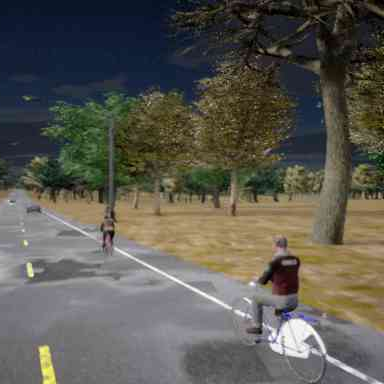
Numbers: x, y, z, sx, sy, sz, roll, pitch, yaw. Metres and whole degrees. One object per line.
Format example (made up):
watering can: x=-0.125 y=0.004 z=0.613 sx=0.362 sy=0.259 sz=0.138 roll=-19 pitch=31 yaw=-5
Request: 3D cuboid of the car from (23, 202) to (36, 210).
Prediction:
car: x=-32.563 y=2.756 z=66.535 sx=2.033 sy=1.411 sz=5.357 roll=0 pitch=-1 yaw=-28

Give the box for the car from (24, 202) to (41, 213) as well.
car: x=-24.268 y=2.453 z=50.956 sx=2.128 sy=1.511 sz=4.902 roll=0 pitch=-1 yaw=-28

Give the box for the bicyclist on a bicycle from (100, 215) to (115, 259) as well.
bicyclist on a bicycle: x=-3.248 y=1.709 z=12.791 sx=0.582 sy=1.620 sz=1.656 roll=0 pitch=-1 yaw=-28

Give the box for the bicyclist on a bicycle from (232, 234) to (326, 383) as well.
bicyclist on a bicycle: x=1.072 y=1.457 z=4.588 sx=0.659 sy=1.776 sz=1.843 roll=0 pitch=-1 yaw=-28
